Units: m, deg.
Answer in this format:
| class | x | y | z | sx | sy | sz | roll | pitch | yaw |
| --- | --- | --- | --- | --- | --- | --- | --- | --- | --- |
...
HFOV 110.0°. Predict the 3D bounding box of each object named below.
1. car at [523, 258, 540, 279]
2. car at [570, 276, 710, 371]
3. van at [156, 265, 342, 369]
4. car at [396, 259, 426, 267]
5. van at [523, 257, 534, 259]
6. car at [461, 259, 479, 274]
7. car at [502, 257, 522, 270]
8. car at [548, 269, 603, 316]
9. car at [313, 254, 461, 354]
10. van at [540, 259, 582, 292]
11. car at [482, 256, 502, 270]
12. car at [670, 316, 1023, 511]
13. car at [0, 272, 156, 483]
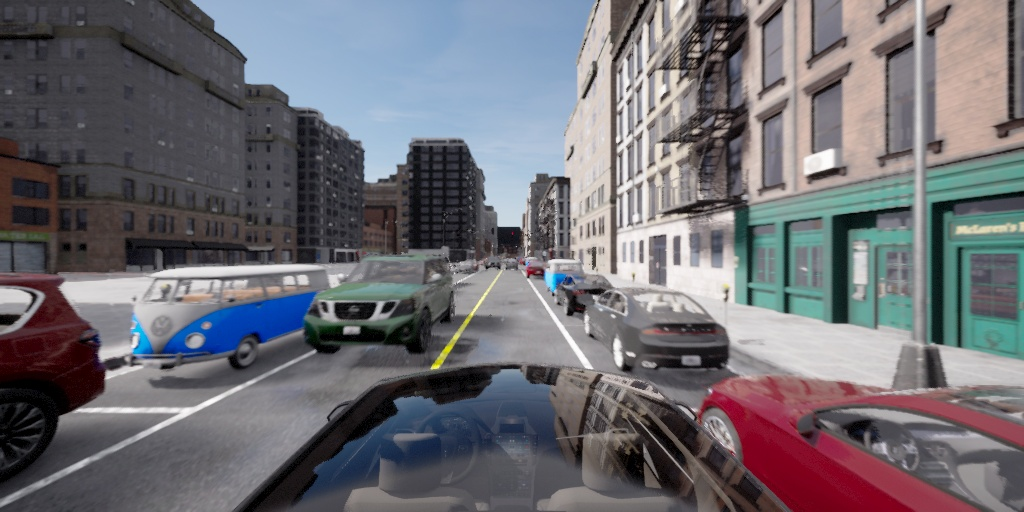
| class | x | y | z | sx | sy | sz | roll | pitch | yaw |
| --- | --- | --- | --- | --- | --- | --- | --- | --- | --- |
| car | 2.233 | 1.219 | 32.622 | 1.882 | 1.535 | 5.008 | 0 | 0 | 0 |
| car | 2.638 | 1.299 | 7.464 | 2.007 | 1.370 | 4.403 | 0 | 0 | 0 |
| van | -5.388 | 1.089 | 7.464 | 1.690 | 1.789 | 3.998 | 0 | 0 | 0 |
| car | -17.672 | 1.241 | 62.602 | 4.718 | 1.301 | 1.895 | 0 | 0 | 0 |
| van | 2.635 | 1.075 | 47.224 | 1.690 | 1.789 | 3.998 | 0 | 0 | 0 |
| car | -5.390 | 1.289 | 41.544 | 2.007 | 1.370 | 4.403 | 0 | 0 | 0 |
| car | -0.001 | 1.224 | 51.209 | 2.128 | 1.511 | 4.902 | 0 | 0 | 0 |
| car | 2.637 | 1.313 | 13.144 | 1.948 | 1.339 | 4.313 | 0 | 0 | 0 |
| car | -2.852 | 0.969 | 9.139 | 2.150 | 2.045 | 5.566 | 0 | 0 | 0 |
| van | 2.637 | 1.086 | 18.824 | 1.690 | 1.789 | 3.998 | 0 | 0 | 0 |
| car | -2.753 | 1.059 | 53.160 | 2.150 | 2.045 | 5.566 | 0 | 0 | 0 |
| car | 2.638 | 1.332 | 1.784 | 1.802 | 1.307 | 4.207 | 0 | 0 | 0 |
| car | -5.387 | 1.065 | 1.783 | 2.192 | 1.841 | 5.009 | 0 | 0 | 0 |
